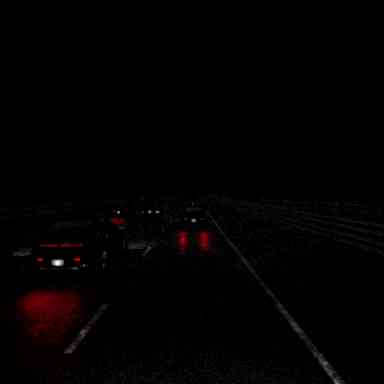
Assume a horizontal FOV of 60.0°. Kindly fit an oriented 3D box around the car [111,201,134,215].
[{"bbox_3d":[-6.894,1.652,33.745,1.837,1.490,4.892,0,0,0],"label":"car"}]

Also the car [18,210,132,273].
[{"bbox_3d":[-3.403,1.550,10.853,1.837,1.490,4.892,0,0,0],"label":"car"}]

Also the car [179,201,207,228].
[{"bbox_3d":[0.100,1.629,23.226,1.812,1.442,4.674,0,0,0],"label":"car"}]

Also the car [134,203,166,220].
[{"bbox_3d":[-3.400,1.682,29.340,2.033,1.411,5.357,0,0,0],"label":"car"}]

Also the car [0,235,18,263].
[{"bbox_3d":[-6.908,1.568,9.151,2.033,1.411,5.357,0,-1,0],"label":"car"}]

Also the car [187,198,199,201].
[{"bbox_3d":[0.097,1.552,41.993,2.097,1.767,4.553,0,0,0],"label":"car"}]

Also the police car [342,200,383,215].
[{"bbox_3d":[19.548,1.751,38.589,1.930,1.638,5.238,0,0,-19],"label":"police car"}]
